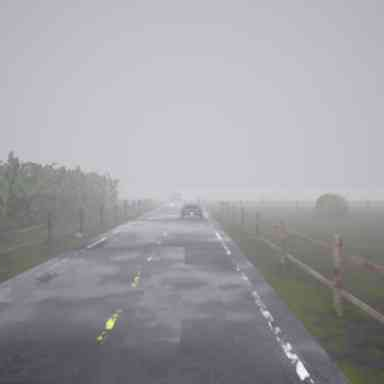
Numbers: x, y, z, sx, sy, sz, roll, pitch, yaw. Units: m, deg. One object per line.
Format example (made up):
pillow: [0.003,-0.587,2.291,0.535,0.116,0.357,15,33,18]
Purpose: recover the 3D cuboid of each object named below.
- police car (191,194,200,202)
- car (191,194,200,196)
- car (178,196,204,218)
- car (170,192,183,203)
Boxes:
police car: [0.763,1.227,72.239,1.930,1.638,5.238,0,0,0]
car: [-0.045,1.407,45.096,1.812,1.442,4.674,0,0,0]
car: [-0.005,1.433,28.979,1.837,1.490,4.892,0,1,0]
car: [-2.944,1.057,62.739,2.150,2.045,5.566,0,0,0]
